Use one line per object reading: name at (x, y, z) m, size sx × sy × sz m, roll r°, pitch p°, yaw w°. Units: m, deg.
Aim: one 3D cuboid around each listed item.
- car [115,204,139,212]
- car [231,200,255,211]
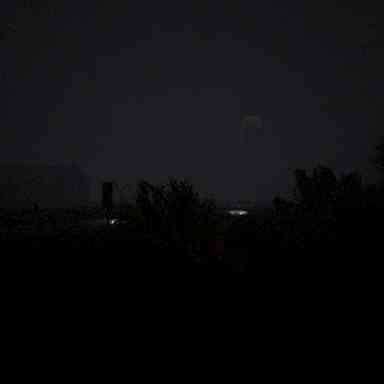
car at (-5.108, 1.745, 30.267) m, size 1.994 × 1.385 × 4.181 m, roll 0°, pitch 0°, yaw 34°
car at (7.294, 1.904, 47.355) m, size 1.812 × 1.442 × 4.674 m, roll 0°, pitch -1°, yaw 37°
